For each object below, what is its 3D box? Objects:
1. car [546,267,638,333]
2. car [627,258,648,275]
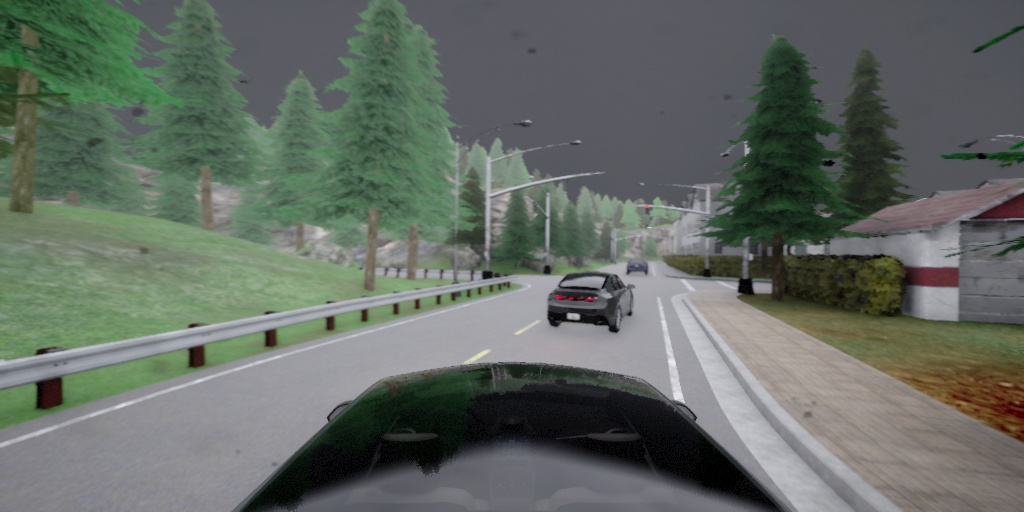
[{"bbox_3d":[2.522,1.226,10.916,1.837,1.490,4.892,1,0,25],"label":"car"},{"bbox_3d":[13.677,1.023,39.033,2.097,1.767,4.553,1,0,21],"label":"car"}]
